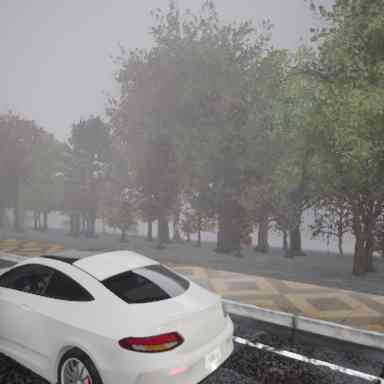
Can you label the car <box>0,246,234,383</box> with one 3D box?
[{"bbox_3d":[-1.669,1.524,4.740,4.674,1.442,1.812,0,0,35],"label":"car"}]
